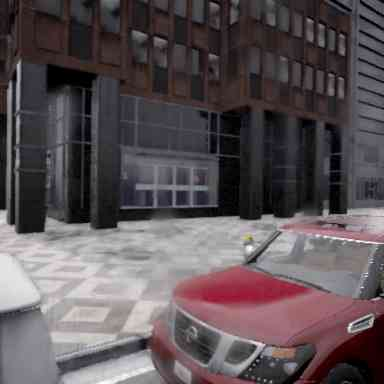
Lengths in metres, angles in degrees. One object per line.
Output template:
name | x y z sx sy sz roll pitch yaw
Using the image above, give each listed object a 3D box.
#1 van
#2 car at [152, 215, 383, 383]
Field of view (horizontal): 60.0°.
van | -2.565 1.290 1.249 3.998 1.788 1.690 0 1 -34
car | 2.003 1.297 4.357 5.009 1.841 2.192 0 1 -34
